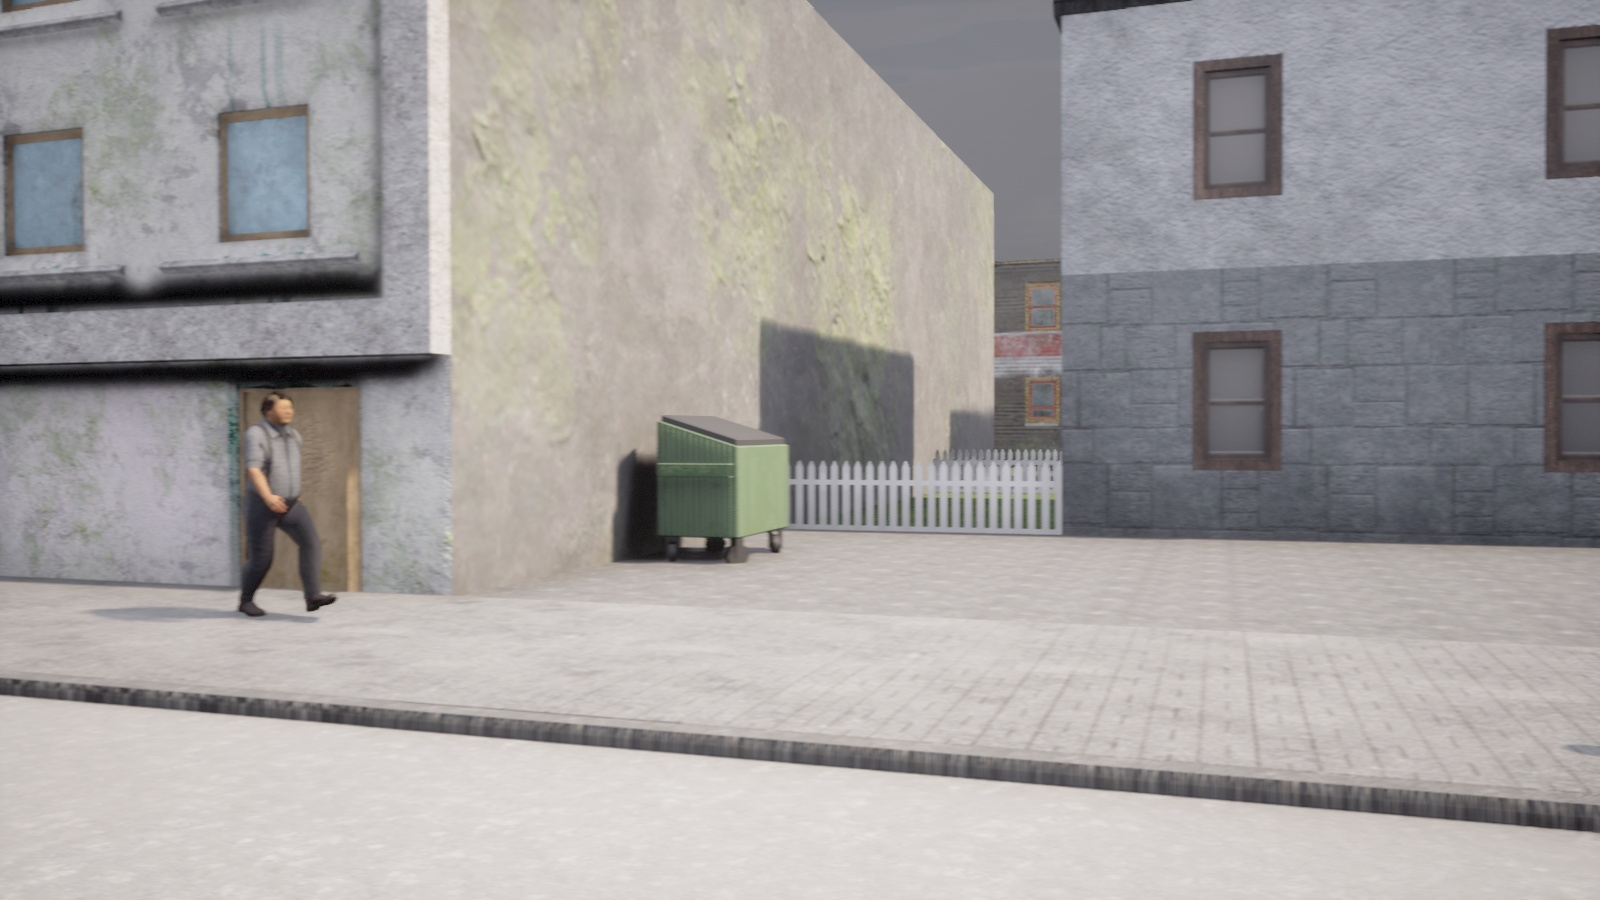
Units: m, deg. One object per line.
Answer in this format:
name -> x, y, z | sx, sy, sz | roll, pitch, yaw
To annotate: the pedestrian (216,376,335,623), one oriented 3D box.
pedestrian -> -4.085, 0.362, 9.783 | 0.694, 1.848, 0.540 | 1, 1, 31
